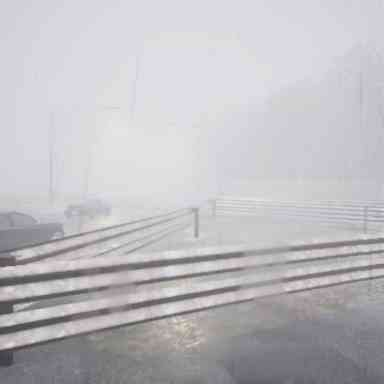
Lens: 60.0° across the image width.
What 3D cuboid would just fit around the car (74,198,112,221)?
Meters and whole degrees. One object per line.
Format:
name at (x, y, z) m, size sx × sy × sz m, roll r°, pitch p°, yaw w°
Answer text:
car at (-7.162, 1.140, 23.315) m, size 1.812 × 1.442 × 4.674 m, roll 1°, pitch 1°, yaw 8°

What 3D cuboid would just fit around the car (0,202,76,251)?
car at (-5.952, 1.273, 10.202) m, size 1.882 × 1.535 × 5.008 m, roll 1°, pitch 1°, yaw 14°
